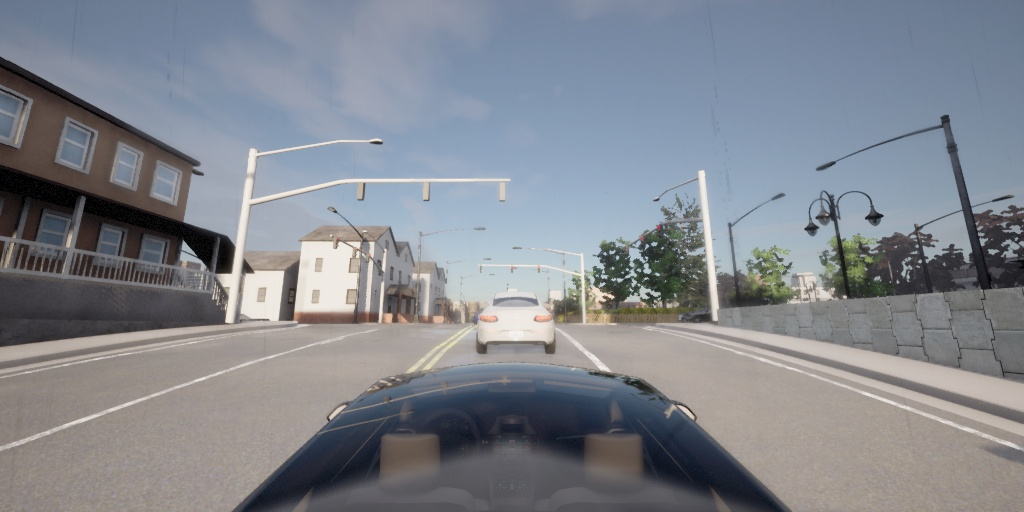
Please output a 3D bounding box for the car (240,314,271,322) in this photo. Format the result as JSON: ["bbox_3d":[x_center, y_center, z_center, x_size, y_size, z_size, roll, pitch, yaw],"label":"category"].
[{"bbox_3d":[-20.140,5.101,25.551,5.566,2.045,2.150,-9,-10,-1],"label":"car"}]

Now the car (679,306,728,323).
[{"bbox_3d":[15.999,4.810,28.889,4.902,1.511,2.128,0,-11,1],"label":"car"}]

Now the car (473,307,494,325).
[{"bbox_3d":[-3.589,7.729,45.877,2.150,2.045,5.566,0,-11,0],"label":"car"}]

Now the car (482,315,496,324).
[{"bbox_3d":[-3.578,9.939,55.989,1.812,1.442,4.674,0,-11,0],"label":"car"}]

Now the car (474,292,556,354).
[{"bbox_3d":[0.090,1.707,9.765,1.812,1.442,4.674,0,-6,0],"label":"car"}]
